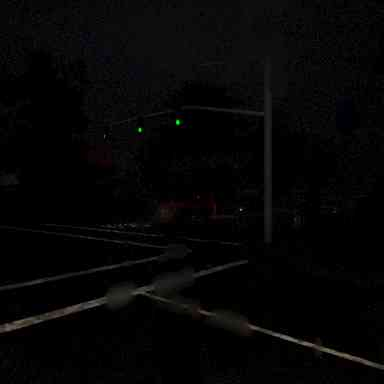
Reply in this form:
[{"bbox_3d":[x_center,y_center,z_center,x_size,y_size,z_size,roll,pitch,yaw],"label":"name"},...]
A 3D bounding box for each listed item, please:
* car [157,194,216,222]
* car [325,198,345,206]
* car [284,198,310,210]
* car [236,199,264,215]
[{"bbox_3d":[-0.332,1.221,27.013,2.150,2.045,5.566,0,0,41],"label":"car"},{"bbox_3d":[23.135,1.600,53.896,1.895,1.301,4.718,0,0,41],"label":"car"},{"bbox_3d":[13.695,1.526,43.134,1.812,1.442,4.674,0,0,41],"label":"car"},{"bbox_3d":[6.463,1.491,34.817,2.128,1.511,4.902,0,0,41],"label":"car"}]
